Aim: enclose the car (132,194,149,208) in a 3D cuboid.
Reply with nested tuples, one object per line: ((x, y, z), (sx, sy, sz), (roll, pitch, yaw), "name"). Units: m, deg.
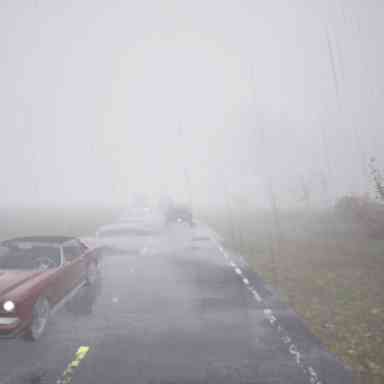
((-7.514, 1.255, 48.874), (2.150, 2.045, 5.566), (0, 0, -10), "car")

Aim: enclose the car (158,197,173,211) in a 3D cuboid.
((-3.172, 1.374, 41.851), (2.097, 1.767, 4.553), (0, 0, -8), "car")

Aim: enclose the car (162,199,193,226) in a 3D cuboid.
((-0.992, 1.518, 23.366), (1.837, 1.490, 4.892), (0, 0, -5), "car")

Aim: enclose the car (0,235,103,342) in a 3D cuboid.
((-3.237, 1.610, 6.573), (1.895, 1.301, 4.718), (0, 0, -2), "car")
